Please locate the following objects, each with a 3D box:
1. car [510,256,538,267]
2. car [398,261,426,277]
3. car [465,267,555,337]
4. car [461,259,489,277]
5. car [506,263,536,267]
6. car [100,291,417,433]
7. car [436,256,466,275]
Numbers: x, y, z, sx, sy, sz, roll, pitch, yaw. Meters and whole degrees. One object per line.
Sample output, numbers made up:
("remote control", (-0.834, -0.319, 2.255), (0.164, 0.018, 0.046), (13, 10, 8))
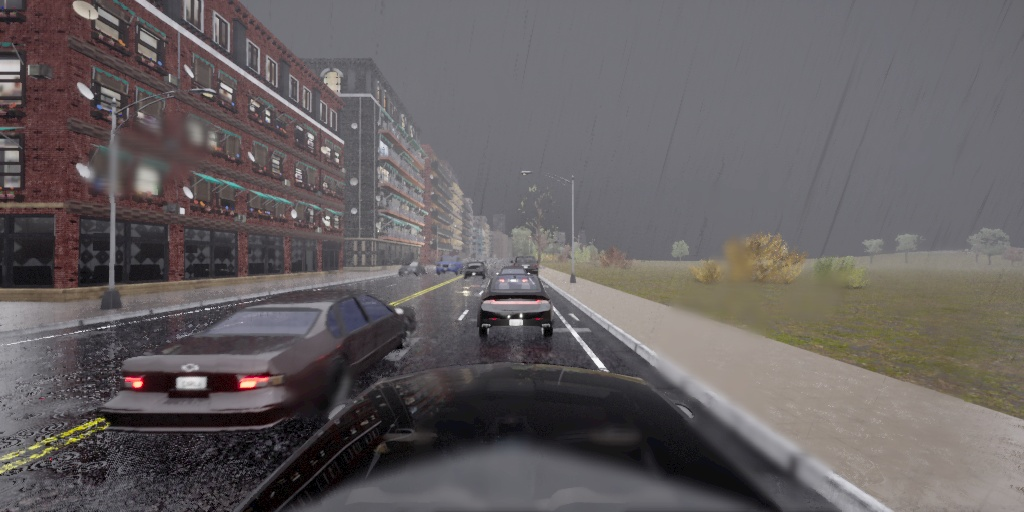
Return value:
("car", (1.077, 0.979, 30.933), (2.150, 2.045, 5.566), (0, 0, 0))
("car", (-9.922, 1.279, 35.902), (1.812, 1.442, 4.674), (0, 0, 0))
("car", (0.083, 1.243, 10.281), (2.128, 1.511, 4.902), (0, 0, 0))
("car", (-3.215, 1.259, 32.761), (1.837, 1.490, 4.892), (0, 0, 0))
("car", (0.065, 1.300, 20.721), (2.033, 1.411, 5.357), (0, 0, 0))
("car", (-3.157, 1.298, 6.035), (2.033, 1.411, 5.357), (0, 0, 0))
("car", (-6.679, 0.975, 38.751), (2.150, 2.045, 5.566), (0, 0, 0))
